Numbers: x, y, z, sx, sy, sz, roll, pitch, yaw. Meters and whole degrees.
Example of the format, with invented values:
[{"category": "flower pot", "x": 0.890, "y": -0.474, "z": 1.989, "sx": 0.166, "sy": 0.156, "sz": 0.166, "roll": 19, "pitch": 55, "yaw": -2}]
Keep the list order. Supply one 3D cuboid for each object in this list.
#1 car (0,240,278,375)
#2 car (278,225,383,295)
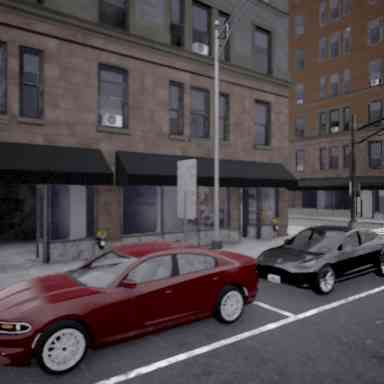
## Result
[{"category": "car", "x": -0.853, "y": 1.550, "z": 5.581, "sx": 4.507, "sy": 1.381, "sz": 1.887, "roll": 0, "pitch": 0, "yaw": -36}, {"category": "car", "x": 3.632, "y": 1.584, "z": 8.783, "sx": 4.313, "sy": 1.339, "sz": 1.947, "roll": 0, "pitch": 0, "yaw": -36}]
